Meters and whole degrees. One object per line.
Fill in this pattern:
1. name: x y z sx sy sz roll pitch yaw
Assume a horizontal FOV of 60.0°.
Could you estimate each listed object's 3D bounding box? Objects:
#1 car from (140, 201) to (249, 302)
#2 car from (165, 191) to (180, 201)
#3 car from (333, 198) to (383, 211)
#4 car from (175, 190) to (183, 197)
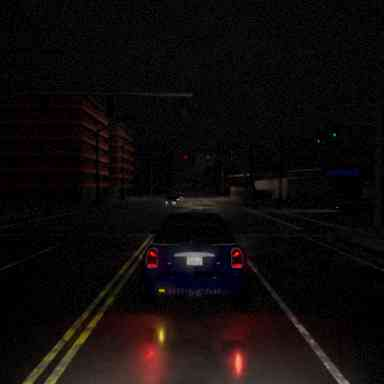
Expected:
1. car: 0.055 1.263 8.201 2.097 1.767 4.553 0 1 0
2. car: -3.696 0.922 58.259 2.033 1.411 5.357 0 1 0
3. car: 16.783 1.242 33.283 4.718 1.301 1.895 0 1 0
4. car: -3.678 0.746 73.905 2.033 1.411 5.357 0 1 0
